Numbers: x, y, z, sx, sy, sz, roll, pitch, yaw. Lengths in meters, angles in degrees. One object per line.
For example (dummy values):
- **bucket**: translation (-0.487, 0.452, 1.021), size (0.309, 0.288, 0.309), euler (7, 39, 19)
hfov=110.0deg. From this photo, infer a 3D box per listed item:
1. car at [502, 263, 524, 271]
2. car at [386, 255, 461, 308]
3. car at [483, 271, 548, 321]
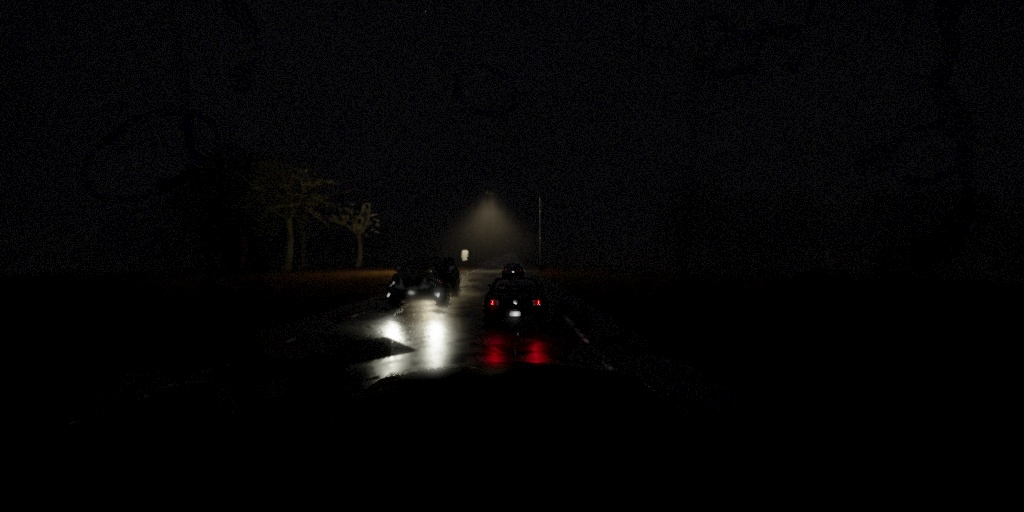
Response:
- **car**: translation (0.097, 1.364, 33.368), size (1.994, 1.385, 4.181), euler (0, 0, 0)
- **car**: translation (-3.601, 0.986, 15.671), size (2.150, 2.045, 5.566), euler (0, 0, 0)
- **car**: translation (0.108, 1.359, 12.422), size (1.895, 1.301, 4.718), euler (0, 0, 0)
